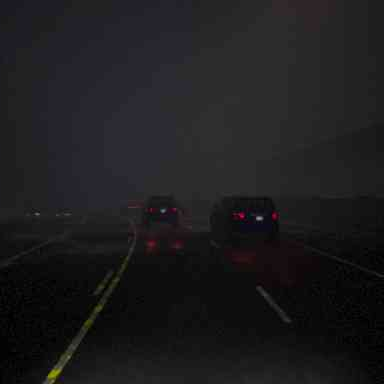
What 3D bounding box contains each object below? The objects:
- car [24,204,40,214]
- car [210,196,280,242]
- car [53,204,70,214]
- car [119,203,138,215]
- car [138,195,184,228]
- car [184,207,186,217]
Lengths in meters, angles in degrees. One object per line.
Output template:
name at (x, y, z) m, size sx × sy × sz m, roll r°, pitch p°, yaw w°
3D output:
car at (-24.247, 2.581, 50.259) m, size 1.812 × 1.442 × 4.674 m, roll 1°, pitch -2°, yaw -30°
car at (2.390, 1.191, 16.264) m, size 2.150 × 2.045 × 5.566 m, roll 0°, pitch 0°, yaw -8°
car at (-18.907, 2.464, 48.021) m, size 2.033 × 1.411 × 5.357 m, roll 0°, pitch -2°, yaw -27°
car at (-7.652, 2.039, 40.463) m, size 2.128 × 1.511 × 4.902 m, roll 0°, pitch -2°, yaw -21°
car at (-2.250, 1.258, 22.539) m, size 2.150 × 2.045 × 5.566 m, roll 0°, pitch -1°, yaw -12°
car at (-2.039, 1.836, 35.252) m, size 1.837 × 1.490 × 4.892 m, roll 0°, pitch -2°, yaw -17°
